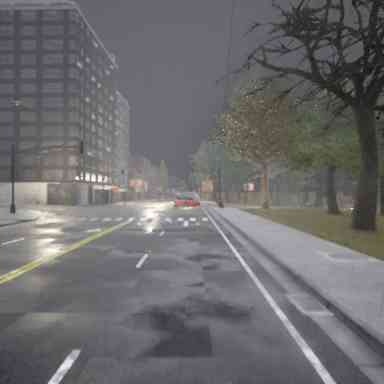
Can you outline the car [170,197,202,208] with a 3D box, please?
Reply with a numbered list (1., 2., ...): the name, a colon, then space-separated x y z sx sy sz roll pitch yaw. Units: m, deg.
1. car: -0.597 1.546 51.427 4.553 1.767 2.097 2 -1 -44
